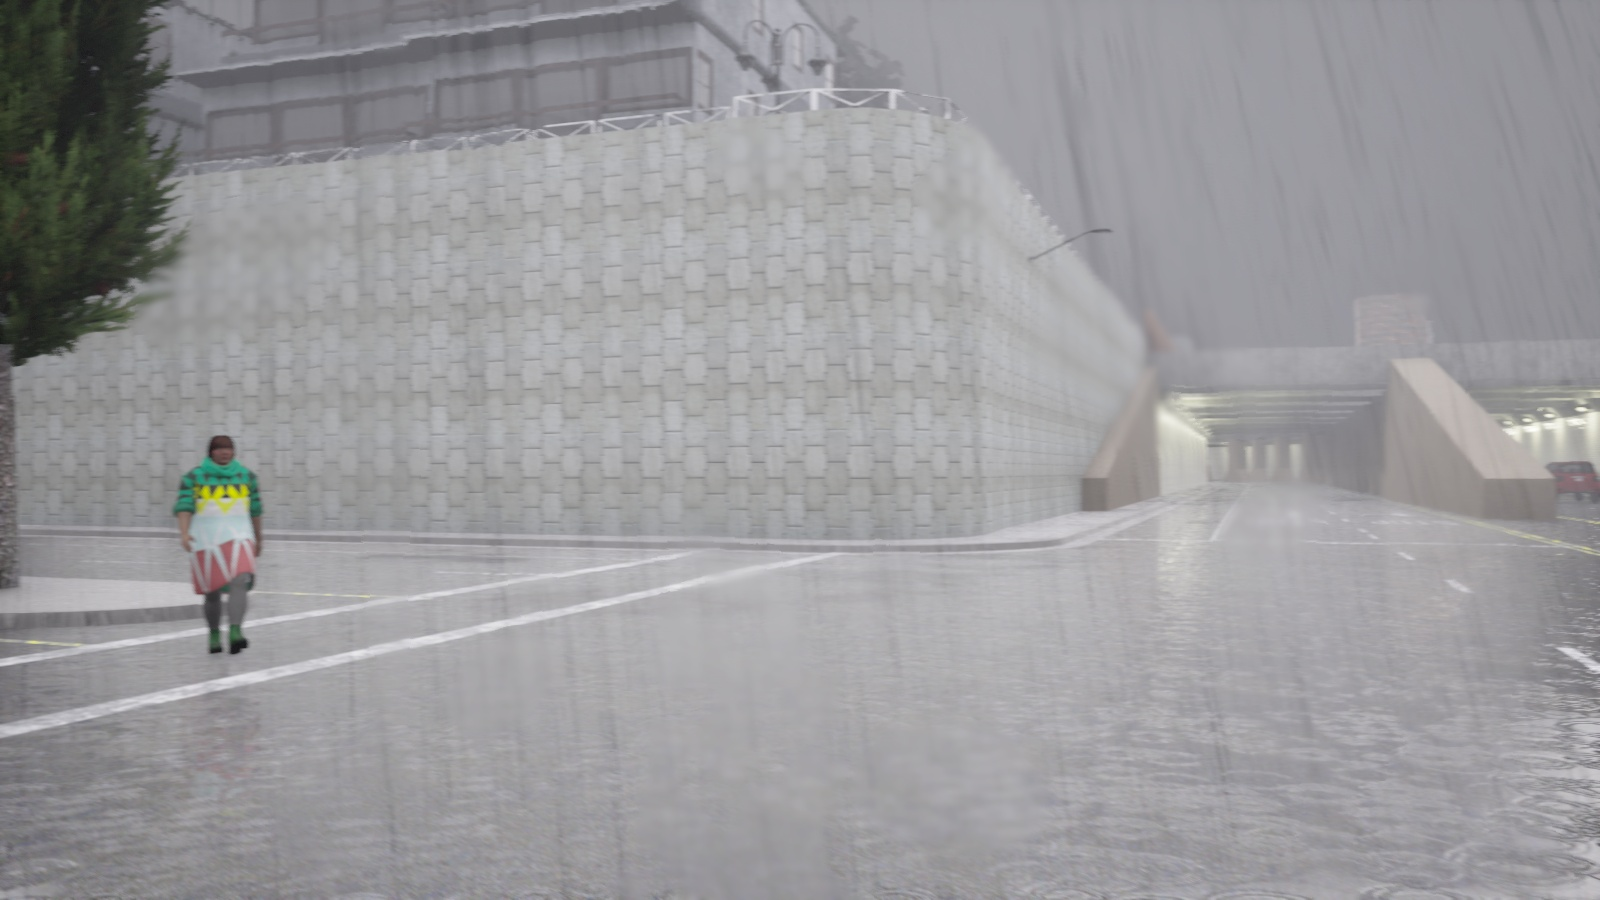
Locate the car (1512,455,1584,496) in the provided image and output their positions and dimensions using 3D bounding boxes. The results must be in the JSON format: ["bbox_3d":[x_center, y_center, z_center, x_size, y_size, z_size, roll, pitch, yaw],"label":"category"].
[{"bbox_3d":[38.794,1.327,65.273,2.150,2.045,5.566,-1,-1,20],"label":"car"}]

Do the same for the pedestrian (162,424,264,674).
[{"bbox_3d":[-4.852,0.780,10.357,0.659,1.952,0.873,0,-1,-32],"label":"pedestrian"}]
